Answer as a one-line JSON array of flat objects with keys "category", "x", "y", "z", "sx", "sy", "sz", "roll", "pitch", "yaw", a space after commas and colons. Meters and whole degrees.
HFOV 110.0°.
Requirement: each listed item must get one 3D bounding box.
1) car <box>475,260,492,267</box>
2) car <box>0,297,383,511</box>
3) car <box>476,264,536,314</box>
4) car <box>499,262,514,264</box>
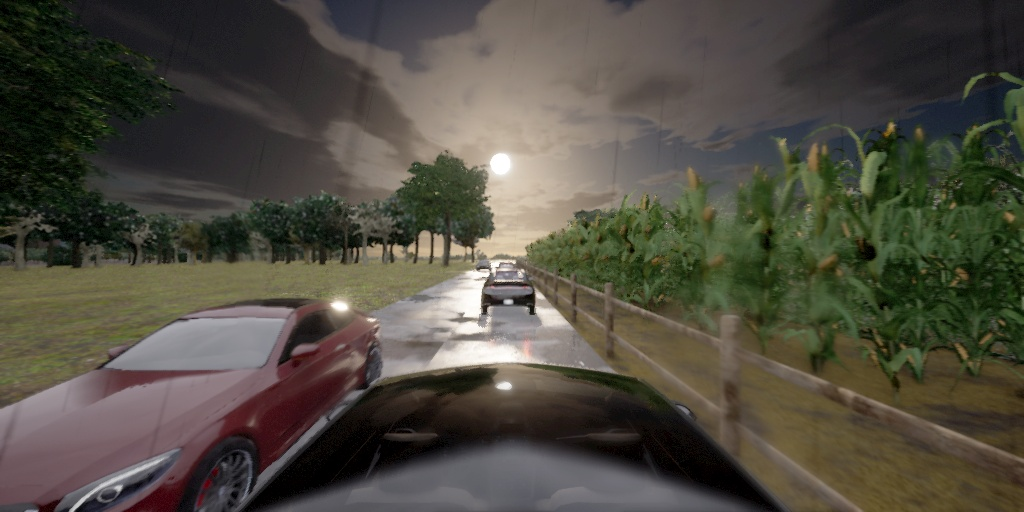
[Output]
[{"category": "car", "x": -3.711, "y": 1.240, "z": 47.251, "sx": 1.837, "sy": 1.490, "sz": 4.892, "roll": 0, "pitch": 0, "yaw": -1}, {"category": "car", "x": -2.926, "y": 1.263, "z": 4.041, "sx": 1.812, "sy": 1.442, "sz": 4.674, "roll": 0, "pitch": 0, "yaw": -1}, {"category": "car", "x": -0.152, "y": 1.223, "z": 13.672, "sx": 2.128, "sy": 1.511, "sz": 4.902, "roll": 0, "pitch": 0, "yaw": -1}, {"category": "car", "x": -0.464, "y": 1.250, "z": 30.570, "sx": 1.812, "sy": 1.442, "sz": 4.674, "roll": 0, "pitch": 0, "yaw": -1}]
